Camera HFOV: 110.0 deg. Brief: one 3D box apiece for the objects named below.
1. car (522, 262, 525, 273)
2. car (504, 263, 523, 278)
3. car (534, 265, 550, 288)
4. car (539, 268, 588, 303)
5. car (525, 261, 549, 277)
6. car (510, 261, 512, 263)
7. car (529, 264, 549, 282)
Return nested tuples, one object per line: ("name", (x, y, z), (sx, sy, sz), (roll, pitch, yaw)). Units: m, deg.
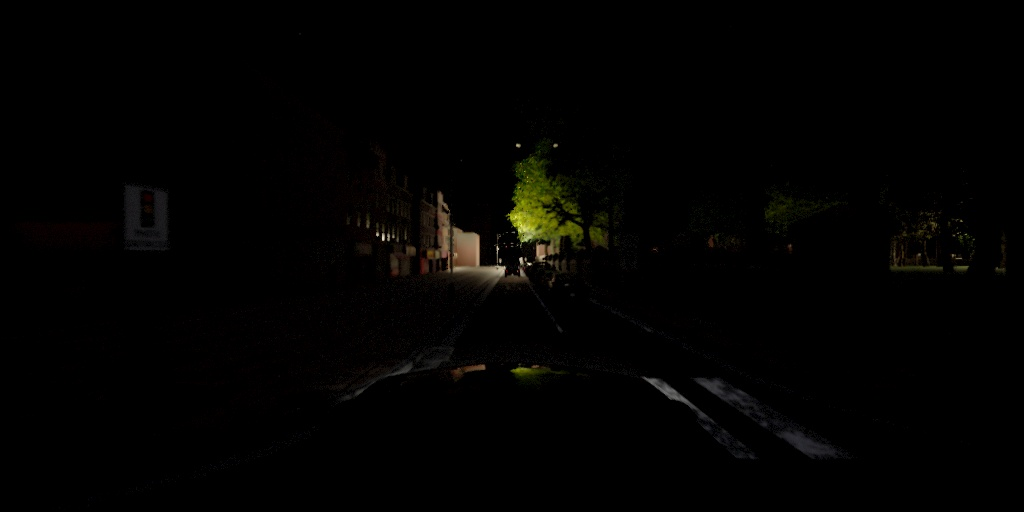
("car", (2.654, 1.703, 45.100), (1.967, 1.591, 4.097), (0, 0, 0))
("car", (0.064, 1.835, 42.432), (1.895, 1.301, 4.718), (0, -1, 1))
("car", (2.645, 1.522, 23.471), (1.751, 1.417, 4.829), (0, 0, 0))
("car", (2.643, 1.487, 17.852), (2.007, 1.370, 4.403), (0, 0, 0))
("car", (2.649, 1.440, 34.200), (2.192, 1.841, 5.009), (0, 0, 0))
("car", (0.021, 1.879, 52.813), (1.837, 1.490, 4.892), (0, 0, 0))
("car", (2.647, 1.609, 28.752), (2.007, 1.370, 4.403), (0, 0, 0))
